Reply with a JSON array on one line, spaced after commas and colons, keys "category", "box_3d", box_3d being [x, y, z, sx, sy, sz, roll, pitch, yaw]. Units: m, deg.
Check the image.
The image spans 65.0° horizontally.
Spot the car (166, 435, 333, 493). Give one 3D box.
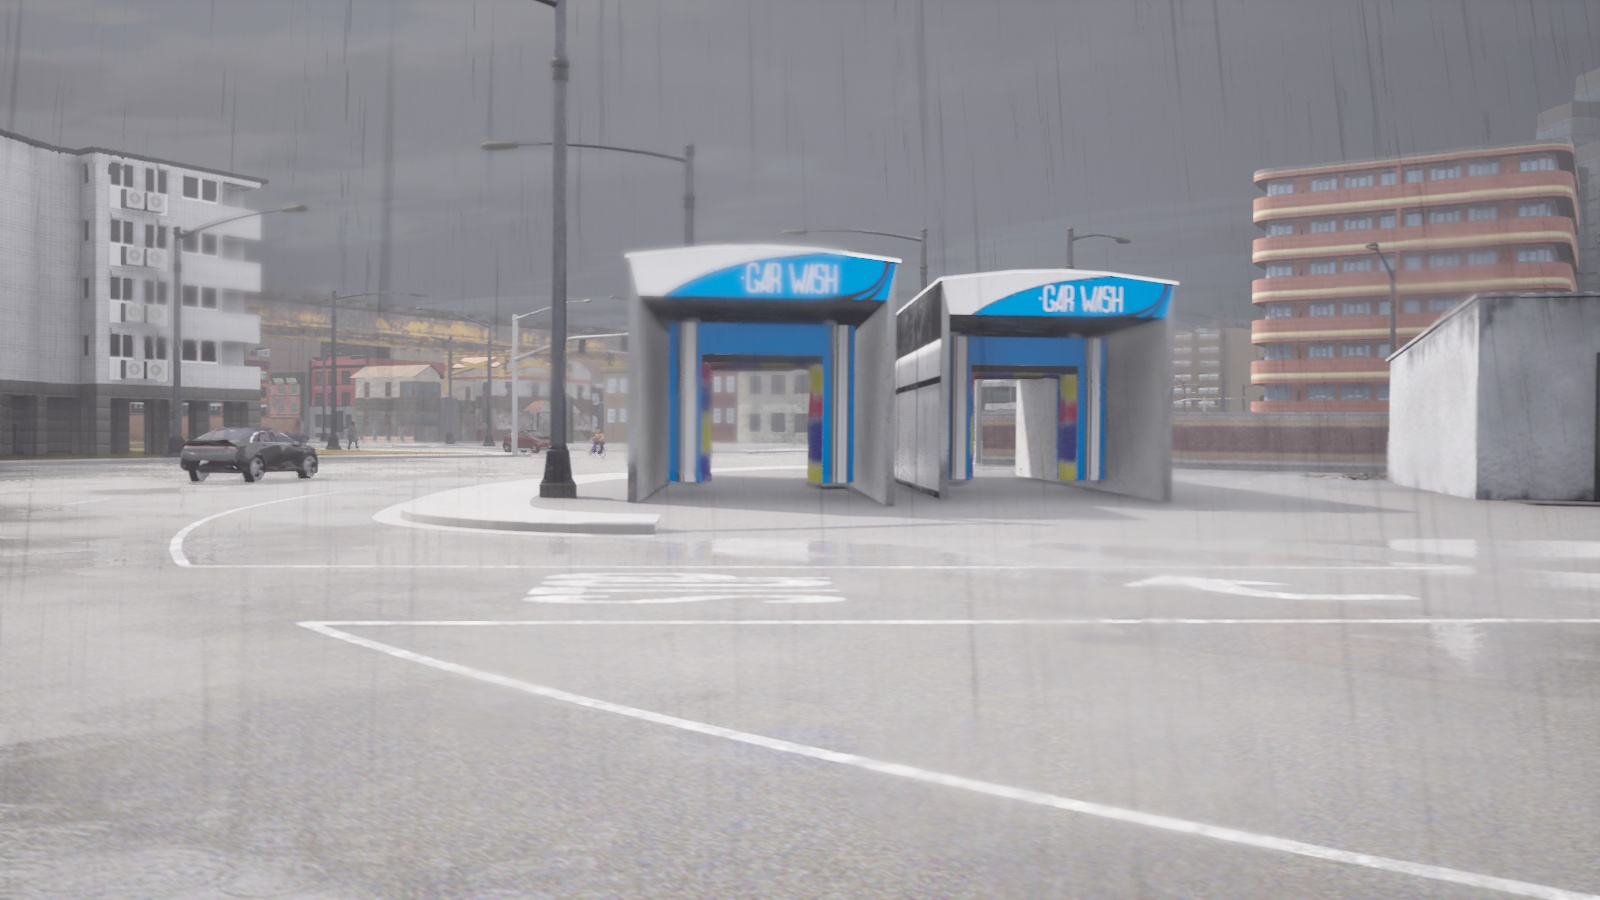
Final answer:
[{"category": "car", "box_3d": [-15.473, 0.355, 35.655, 2.128, 1.511, 4.902, 0, 1, 7]}]

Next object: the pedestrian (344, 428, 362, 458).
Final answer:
[{"category": "pedestrian", "box_3d": [-29.144, -0.436, 81.859, 0.873, 1.952, 0.659, 0, 1, 31]}]

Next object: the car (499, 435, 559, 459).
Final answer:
[{"category": "car", "box_3d": [-18.068, -0.230, 83.756, 3.705, 1.549, 1.789, 0, 1, 32]}]
